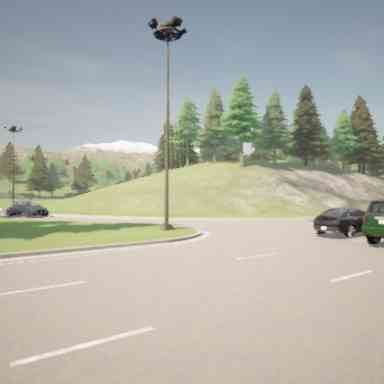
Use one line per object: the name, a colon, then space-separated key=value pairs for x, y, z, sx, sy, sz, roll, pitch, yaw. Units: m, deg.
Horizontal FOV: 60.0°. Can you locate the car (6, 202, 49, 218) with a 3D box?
car: x=-14.931 y=1.602 z=30.201 sx=4.181 sy=1.385 sz=1.994 roll=0 pitch=0 yaw=31

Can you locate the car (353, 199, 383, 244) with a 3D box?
car: x=9.976 y=1.347 z=15.168 sx=5.566 sy=2.045 sz=2.150 roll=1 pitch=0 yaw=-36

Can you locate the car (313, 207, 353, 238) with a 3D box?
car: x=8.792 y=1.638 z=18.623 sx=4.892 sy=1.490 sz=1.837 roll=0 pitch=0 yaw=-36
